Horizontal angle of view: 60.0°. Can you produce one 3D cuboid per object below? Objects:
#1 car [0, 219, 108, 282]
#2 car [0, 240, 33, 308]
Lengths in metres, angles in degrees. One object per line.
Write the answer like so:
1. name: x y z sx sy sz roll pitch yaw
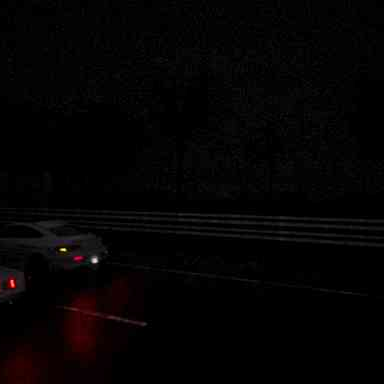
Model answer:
1. car: -4.551 1.518 9.596 4.674 1.442 1.812 0 0 27
2. car: -5.386 1.595 6.094 4.718 1.301 1.895 0 0 27
